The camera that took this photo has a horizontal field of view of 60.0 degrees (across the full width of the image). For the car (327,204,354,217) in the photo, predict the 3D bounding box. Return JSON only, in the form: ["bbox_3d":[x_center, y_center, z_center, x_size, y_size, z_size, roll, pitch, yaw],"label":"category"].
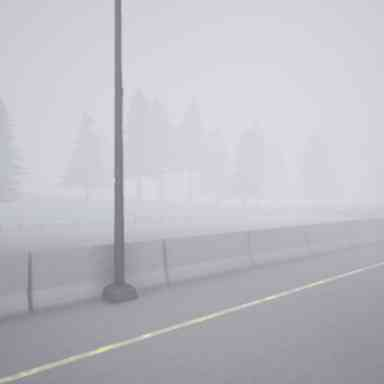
[{"bbox_3d":[18.968,2.298,40.568,4.674,1.442,1.812,0,-2,-34],"label":"car"}]

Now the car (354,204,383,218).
[{"bbox_3d":[20.906,2.162,37.656,5.008,1.535,1.882,0,-2,-34],"label":"car"}]

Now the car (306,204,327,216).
[{"bbox_3d":[17.008,2.323,43.468,4.902,1.511,2.128,0,-2,-34],"label":"car"}]
